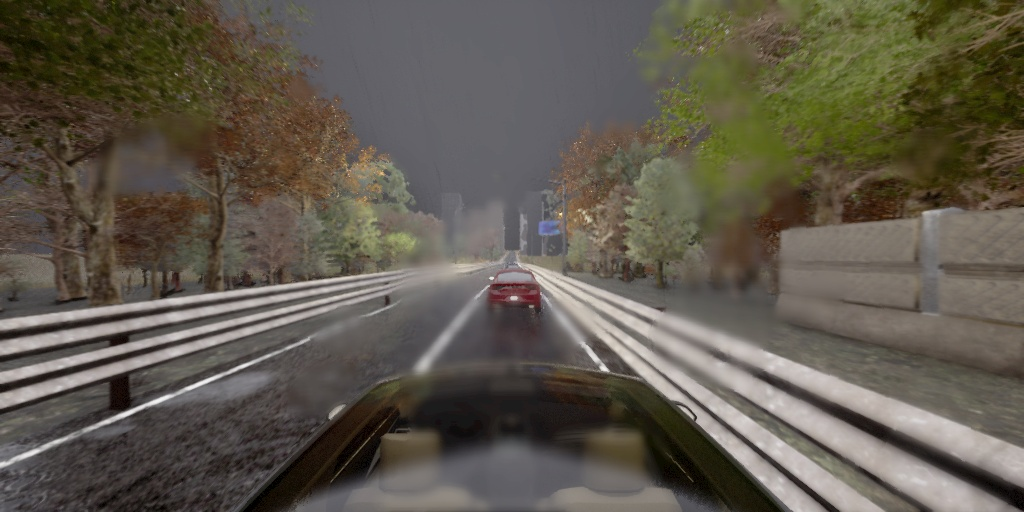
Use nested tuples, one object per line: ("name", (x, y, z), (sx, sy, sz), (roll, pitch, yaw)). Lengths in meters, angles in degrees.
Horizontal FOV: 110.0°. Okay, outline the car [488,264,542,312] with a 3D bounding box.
("car", (0.104, 1.249, 14.290), (1.882, 1.535, 5.008), (0, 0, 0))
